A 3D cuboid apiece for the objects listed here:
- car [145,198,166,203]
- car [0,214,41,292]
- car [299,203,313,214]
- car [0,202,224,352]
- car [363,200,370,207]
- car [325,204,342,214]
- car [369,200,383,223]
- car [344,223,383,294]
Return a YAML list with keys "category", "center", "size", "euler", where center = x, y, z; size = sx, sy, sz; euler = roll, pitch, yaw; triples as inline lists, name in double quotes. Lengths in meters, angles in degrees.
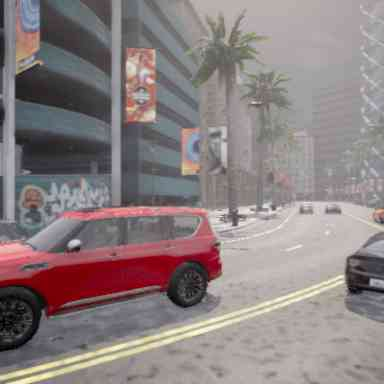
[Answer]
- category: "car"
  center: [-5.529, 1.923, 49.626]
  size: [2.435, 2.045, 5.566]
  euler: [-1, -1, 19]
- category: "car"
  center: [-6.337, 1.520, 8.147]
  size: [4.553, 1.767, 2.097]
  euler: [0, -1, -32]
- category: "car"
  center: [16.290, 2.284, 47.433]
  size: [2.128, 1.511, 4.902]
  euler: [-1, -1, 19]
- category: "car"
  center: [-1.882, 1.351, 6.772]
  size: [5.566, 2.045, 2.150]
  euler: [1, -1, -36]
- category: "car"
  center: [39.608, 2.511, 72.902]
  size: [2.185, 1.767, 4.553]
  euler: [-1, -1, 19]
- category: "car"
  center: [19.614, 2.335, 46.332]
  size: [1.994, 1.385, 4.181]
  euler: [-1, -1, 19]
- category: "car"
  center: [17.308, 1.813, 29.153]
  size: [2.097, 1.767, 4.553]
  euler: [-1, -1, 20]
- category: "car"
  center: [5.327, 1.656, 8.148]
  size: [4.674, 1.442, 1.812]
  euler: [1, -1, -44]
